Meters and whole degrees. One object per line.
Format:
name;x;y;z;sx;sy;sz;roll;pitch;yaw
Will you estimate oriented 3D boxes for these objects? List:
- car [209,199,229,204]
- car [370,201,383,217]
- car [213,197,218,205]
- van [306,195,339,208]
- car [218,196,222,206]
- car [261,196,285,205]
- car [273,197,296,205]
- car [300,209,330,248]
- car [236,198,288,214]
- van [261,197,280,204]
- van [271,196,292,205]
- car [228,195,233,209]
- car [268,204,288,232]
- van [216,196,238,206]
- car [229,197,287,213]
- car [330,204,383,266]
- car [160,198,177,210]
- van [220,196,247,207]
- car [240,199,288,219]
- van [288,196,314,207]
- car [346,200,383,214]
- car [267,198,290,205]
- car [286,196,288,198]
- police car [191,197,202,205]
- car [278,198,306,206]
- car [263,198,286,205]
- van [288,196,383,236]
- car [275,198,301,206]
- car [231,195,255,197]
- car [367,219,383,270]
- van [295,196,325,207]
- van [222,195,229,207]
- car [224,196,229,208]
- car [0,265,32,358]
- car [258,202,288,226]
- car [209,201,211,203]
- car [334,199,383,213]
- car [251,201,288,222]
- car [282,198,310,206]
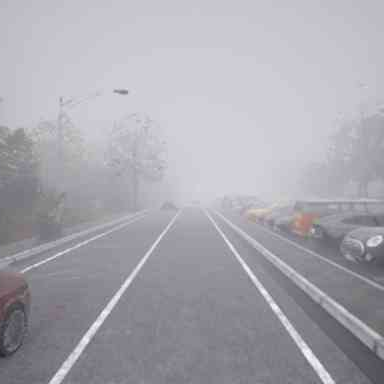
car;7.265;2.604;90.590;5.366;1.575;1.946;0;-2;0
car;20.192;1.664;32.275;4.674;1.452;2.002;0;0;0
car;7.326;2.079;68.401;5.008;1.535;2.097;0;-1;0
van;20.186;1.505;51.676;4.442;1.987;1.878;0;-1;0
car;7.251;1.484;51.769;5.566;2.045;2.435;0;0;0
car;20.524;2.186;84.757;5.566;2.045;2.435;0;-2;0
car;20.400;2.065;73.681;4.553;1.767;2.185;0;-1;0
car;7.025;1.552;12.902;4.792;1.488;2.163;0;0;0
car;7.103;1.630;32.335;4.892;1.521;2.231;0;0;0
van;20.631;2.290;87.647;4.442;1.987;1.878;0;-2;0
van;20.565;2.024;76.451;4.442;1.987;1.878;0;-1;0
car;7.127;1.549;40.664;4.553;1.767;2.185;0;0;0
car;6.999;1.582;18.455;4.792;1.488;2.163;0;0;0
van;7.454;1.914;71.181;4.442;1.987;1.878;0;-1;0
car;6.940;1.641;35.112;5.366;1.575;1.946;0;0;0
car;7.010;1.384;10.129;4.553;1.767;2.185;0;0;0
car;-3.190;1.599;46.487;2.097;1.767;4.553;0;0;1
van;7.139;1.614;57.305;4.442;1.987;1.878;0;-1;0
car;6.891;1.596;26.784;5.366;1.575;1.946;0;0;0
van;20.484;1.725;62.603;4.442;1.987;1.878;0;-1;0
car;20.218;1.694;37.689;4.674;1.452;2.002;0;0;0
car;20.458;2.311;79.217;4.892;1.521;2.231;0;-1;0
car;20.166;1.888;59.829;5.366;1.575;1.946;0;-1;0
police car;1.270;2.213;77.264;1.930;1.638;5.238;0;-1;0
car;20.394;2.071;68.138;5.008;1.535;2.097;0;-1;0
car;20.295;2.368;81.985;5.366;1.575;1.946;0;-1;0
van;7.128;1.312;15.679;4.442;1.987;1.878;0;0;0
car;20.411;2.133;71.033;5.008;1.535;2.097;0;-1;0
car;7.110;1.534;37.888;4.553;1.767;2.185;0;0;0
car;6.957;1.502;7.349;4.892;1.521;2.231;0;0;0
van;20.217;1.606;57.066;4.442;1.987;1.878;0;-1;0
van;7.090;1.495;48.994;4.442;1.987;1.878;0;0;0
car;7.169;1.690;43.440;5.008;1.535;2.097;0;0;0
car;-3.347;1.535;3.325;1.812;1.442;4.674;0;0;0
car;7.015;1.598;21.231;4.792;1.488;2.163;0;0;0
car;7.357;2.068;79.509;5.566;2.045;2.435;0;-1;0
car;20.231;1.669;40.461;5.008;1.535;2.097;0;0;0
car;7.031;1.613;24.007;4.792;1.488;2.163;0;0;0
car;20.377;2.012;65.368;4.892;1.521;2.231;0;-1;0
